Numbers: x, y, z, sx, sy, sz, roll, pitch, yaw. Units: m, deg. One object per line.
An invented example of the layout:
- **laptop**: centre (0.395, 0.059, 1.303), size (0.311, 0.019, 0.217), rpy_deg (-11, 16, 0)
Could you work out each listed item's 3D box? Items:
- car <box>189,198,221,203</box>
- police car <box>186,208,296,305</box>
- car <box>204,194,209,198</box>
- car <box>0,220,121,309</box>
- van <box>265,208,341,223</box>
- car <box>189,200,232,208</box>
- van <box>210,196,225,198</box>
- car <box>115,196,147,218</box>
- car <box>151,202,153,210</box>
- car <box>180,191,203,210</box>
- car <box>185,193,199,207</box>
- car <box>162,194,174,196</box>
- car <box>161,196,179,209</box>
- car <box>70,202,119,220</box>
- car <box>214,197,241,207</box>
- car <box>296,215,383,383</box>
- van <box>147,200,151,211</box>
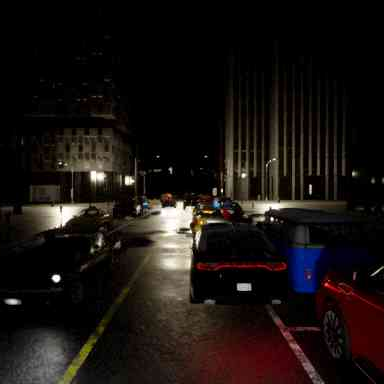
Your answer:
- **car**: centre (0.875, 1.454, 24.359), size (1.801, 1.575, 5.366), rpy_deg (0, 0, 0)
- **police car**: centre (0.890, 1.425, 8.280), size (1.930, 1.638, 5.238), rpy_deg (0, 0, 0)
- **car**: centre (2.725, 1.314, 35.858), size (2.192, 1.841, 5.009), rpy_deg (0, 0, 0)
- **car**: centre (-3.110, 1.600, 7.984), size (1.895, 1.301, 4.718), rpy_deg (0, 0, 0)
- **van**: centre (2.758, 1.341, 8.230), size (1.690, 1.788, 3.998), rpy_deg (0, 0, 0)
- **car**: centre (0.881, 1.454, 18.360), size (1.801, 1.575, 5.366), rpy_deg (0, 0, 0)
- **van**: centre (2.732, 1.340, 30.332), size (1.690, 1.788, 3.998), rpy_deg (0, 0, 0)
- **car**: centre (-5.800, 1.314, 30.337), size (2.192, 1.841, 5.009), rpy_deg (0, 0, 0)
- **car**: centre (-5.808, 1.525, 41.216), size (1.752, 1.417, 4.829), rpy_deg (0, 0, 0)
- **car**: centre (-0.040, 1.222, 43.220), size (2.150, 2.045, 5.566), rpy_deg (0, 0, 0)
- **car**: centre (-0.053, 1.237, 53.593), size (2.150, 2.045, 5.566), rpy_deg (0, 0, 0)
- **car**: centre (-5.840, 1.335, 73.951), size (2.192, 1.841, 5.009), rpy_deg (0, 0, 0)
- **car**: centre (-3.045, 1.602, 45.049), size (1.895, 1.301, 4.718), rpy_deg (0, 0, 0)
- **car**: centre (-5.790, 1.524, 19.117), size (1.752, 1.417, 4.829), rpy_deg (0, 0, 0)
- **car**: centre (2.739, 1.439, 24.807), size (1.967, 1.590, 4.097), rpy_deg (0, 0, 0)
- **car**: centre (2.764, 1.315, 2.705), size (2.192, 1.841, 5.009), rpy_deg (0, 0, 0)
- **van**: centre (-5.804, 1.340, 35.862), size (1.690, 1.788, 3.998), rpy_deg (0, 0, 0)
